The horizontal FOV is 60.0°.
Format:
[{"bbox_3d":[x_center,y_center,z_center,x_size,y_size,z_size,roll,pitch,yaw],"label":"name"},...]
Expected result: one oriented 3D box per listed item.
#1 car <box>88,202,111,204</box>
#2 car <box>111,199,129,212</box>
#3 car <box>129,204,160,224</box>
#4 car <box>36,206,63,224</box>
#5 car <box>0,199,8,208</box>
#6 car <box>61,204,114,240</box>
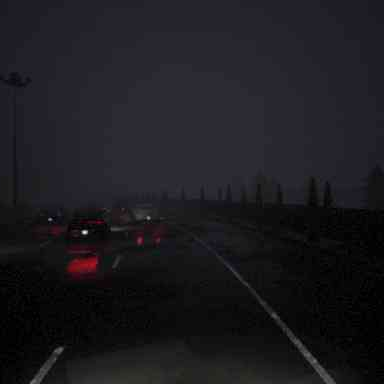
[{"bbox_3d":[-10.322,1.720,35.498,2.033,1.411,5.357,0,0,-21],"label":"car"},{"bbox_3d":[-9.019,1.697,41.335,1.837,1.490,4.892,0,0,-23],"label":"car"},{"bbox_3d":[-3.684,1.643,26.057,1.812,1.442,4.674,0,0,-14],"label":"car"},{"bbox_3d":[-11.006,1.738,26.515,1.895,1.301,4.718,0,0,-16],"label":"car"},{"bbox_3d":[-28.714,1.824,49.940,2.033,1.411,5.357,0,0,-26],"label":"car"},{"bbox_3d":[-5.346,1.591,17.594,1.837,1.490,4.892,0,0,-10],"label":"car"}]
